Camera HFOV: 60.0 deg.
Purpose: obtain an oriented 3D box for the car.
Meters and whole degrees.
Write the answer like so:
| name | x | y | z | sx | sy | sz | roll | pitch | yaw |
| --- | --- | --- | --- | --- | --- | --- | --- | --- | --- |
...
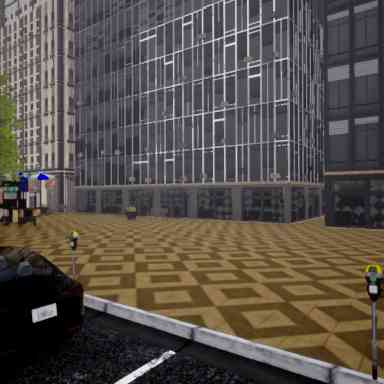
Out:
| name | x | y | z | sx | sy | sz | roll | pitch | yaw |
| --- | --- | --- | --- | --- | --- | --- | --- | --- | --- |
| car | -3.557 | 1.566 | 5.423 | 4.313 | 1.339 | 1.947 | 0 | 0 | 36 |
